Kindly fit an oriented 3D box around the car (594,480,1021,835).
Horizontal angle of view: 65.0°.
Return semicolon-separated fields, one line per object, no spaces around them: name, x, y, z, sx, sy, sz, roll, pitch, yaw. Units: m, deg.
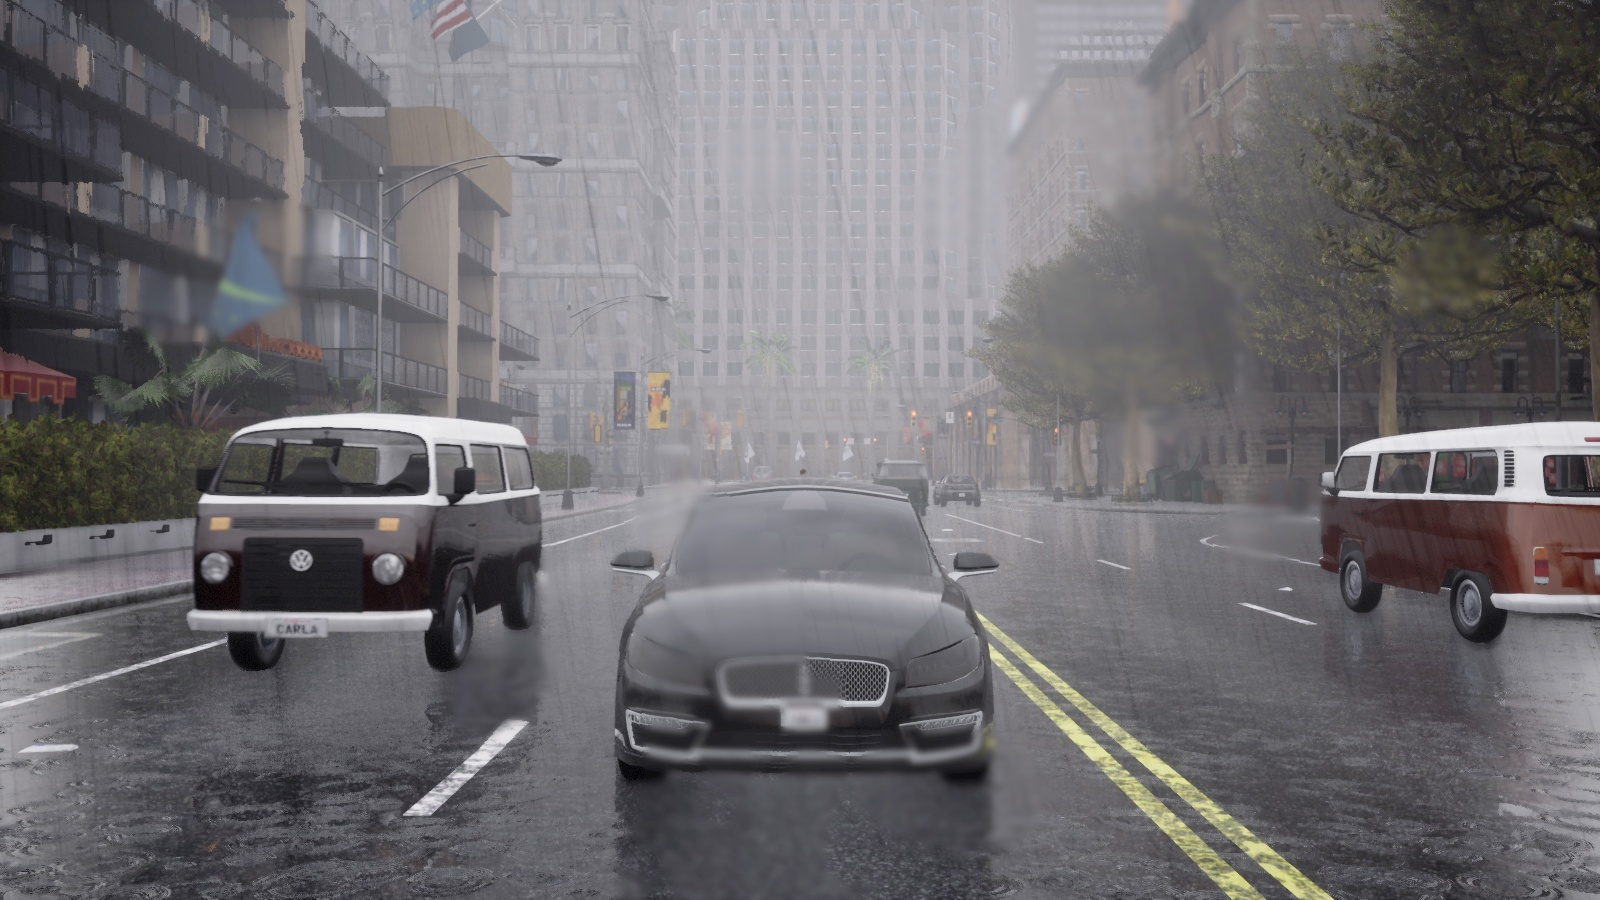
car;0.035;0.951;7.864;1.837;1.490;4.892;0;-1;0

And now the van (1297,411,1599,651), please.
van;7.046;0.726;12.933;2.069;2.038;4.480;0;-1;0

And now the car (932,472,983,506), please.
car;7.152;1.760;57.314;1.816;1.474;4.193;0;-1;0

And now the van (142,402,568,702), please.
van;-3.459;0.733;10.829;2.069;2.038;4.480;0;-1;0

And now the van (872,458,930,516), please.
van;3.624;1.321;45.849;1.775;1.987;4.442;0;-1;0
